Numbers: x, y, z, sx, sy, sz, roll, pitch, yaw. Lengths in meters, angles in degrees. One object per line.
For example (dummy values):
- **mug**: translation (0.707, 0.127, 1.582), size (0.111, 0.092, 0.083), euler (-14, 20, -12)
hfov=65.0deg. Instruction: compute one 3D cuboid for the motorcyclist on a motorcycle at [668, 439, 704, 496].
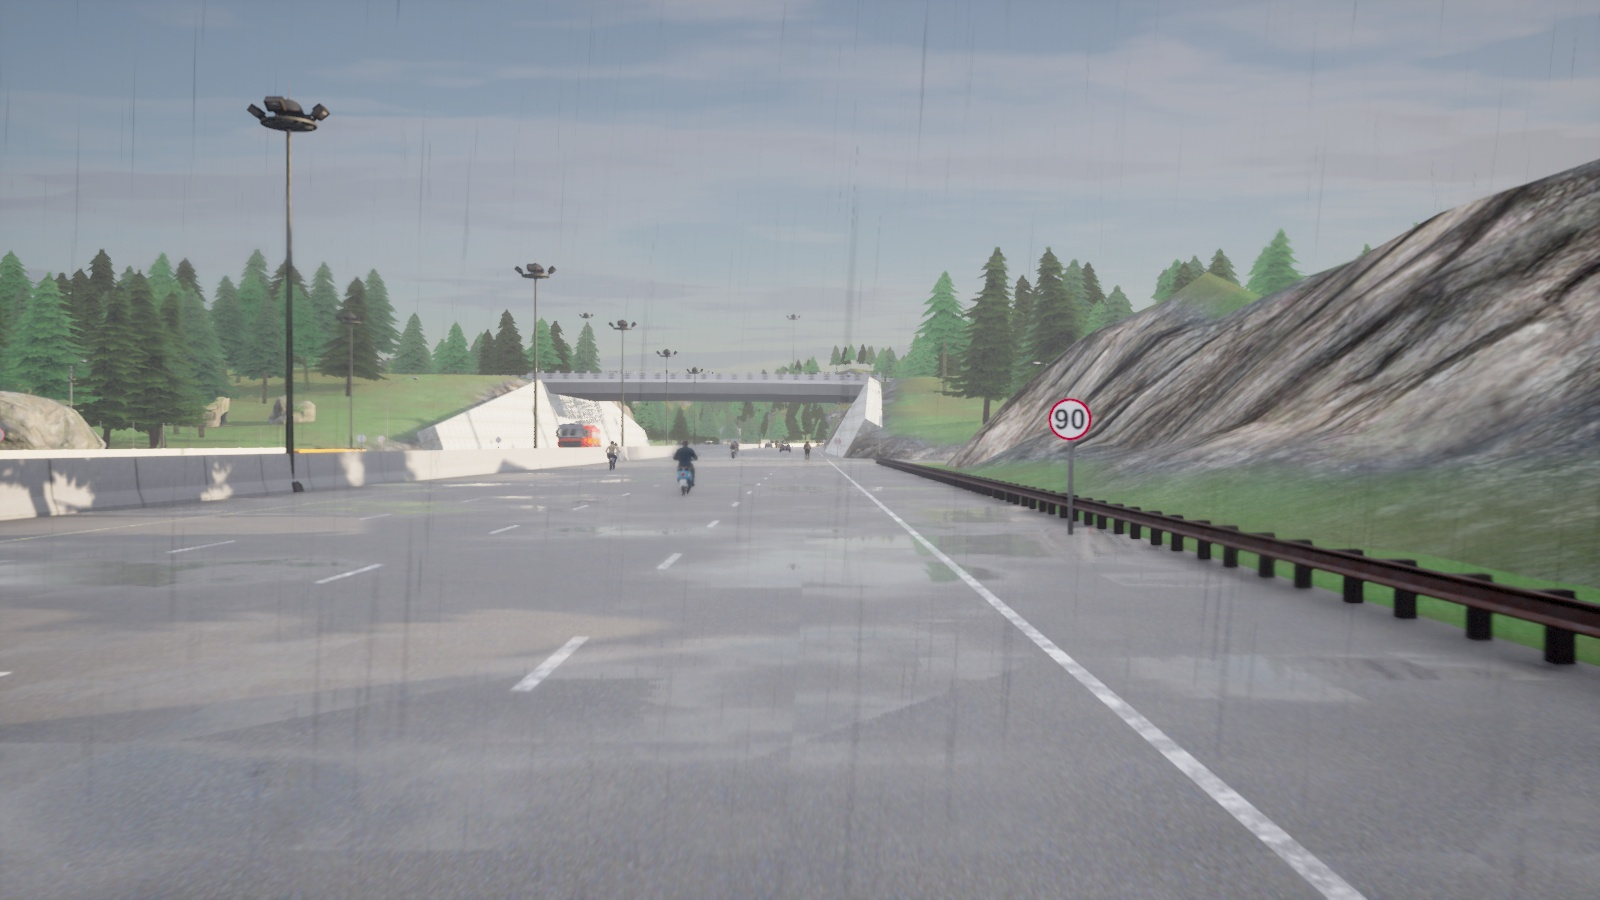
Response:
- **motorcyclist on a motorcycle**: translation (-3.278, 0.493, 36.229), size (0.866, 1.590, 1.817), euler (0, 0, 0)
